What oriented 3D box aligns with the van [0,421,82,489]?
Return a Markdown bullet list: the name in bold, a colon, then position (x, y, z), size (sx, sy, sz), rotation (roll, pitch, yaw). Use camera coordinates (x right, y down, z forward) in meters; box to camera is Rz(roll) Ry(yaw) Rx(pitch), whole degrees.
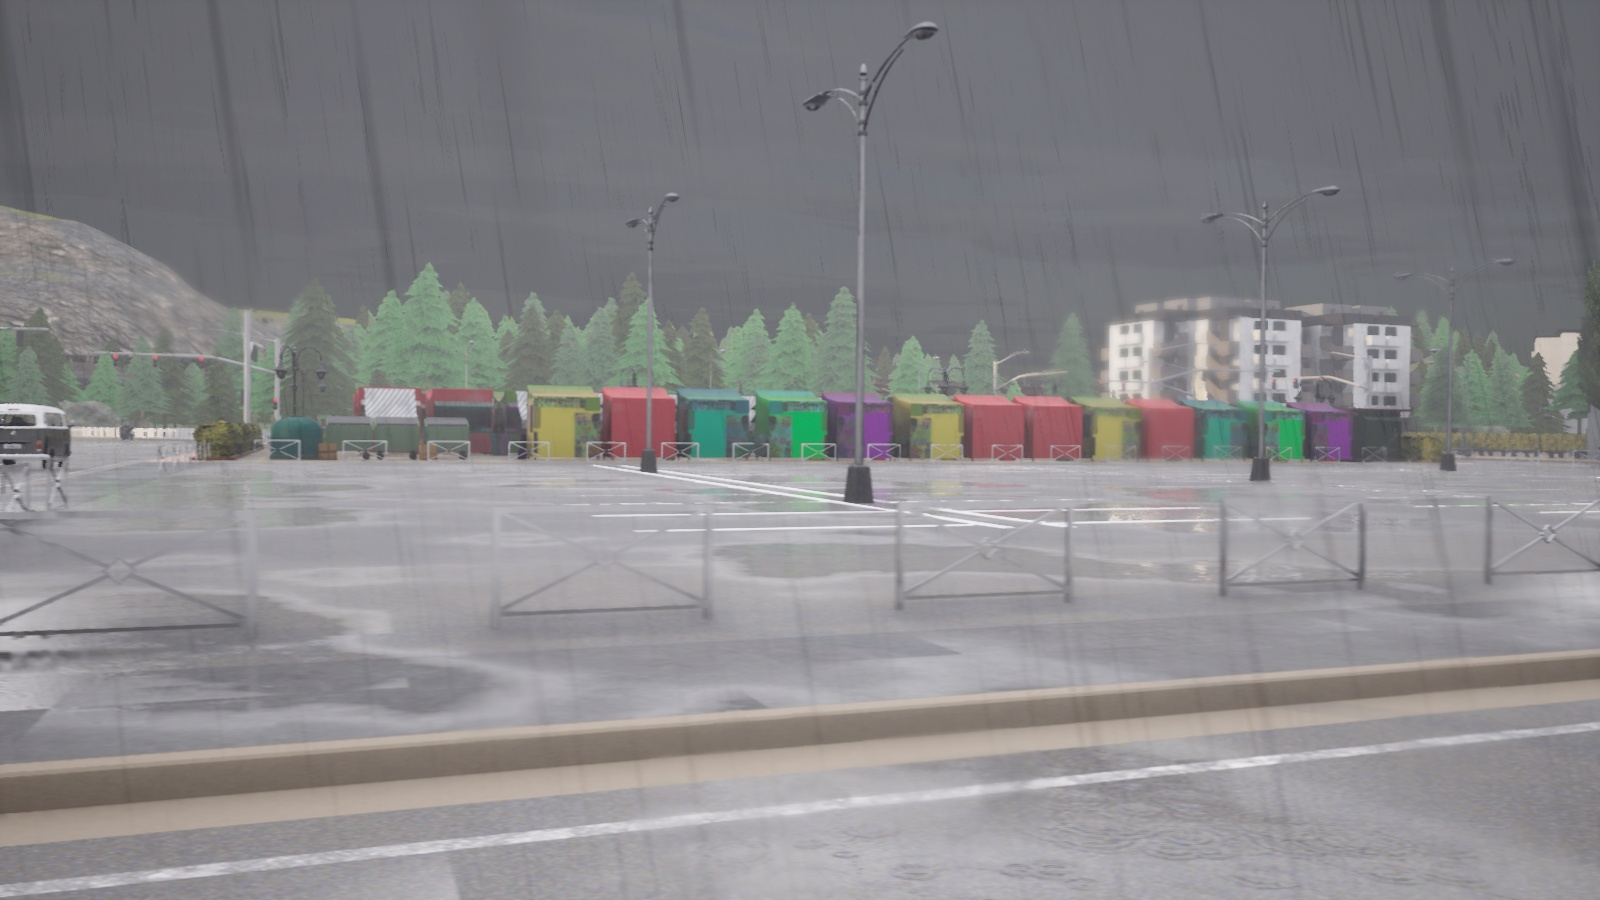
- **van**: position (-24.371, 0.121, 39.846), size (2.069, 2.038, 4.480), rotation (-1, 1, -21)
